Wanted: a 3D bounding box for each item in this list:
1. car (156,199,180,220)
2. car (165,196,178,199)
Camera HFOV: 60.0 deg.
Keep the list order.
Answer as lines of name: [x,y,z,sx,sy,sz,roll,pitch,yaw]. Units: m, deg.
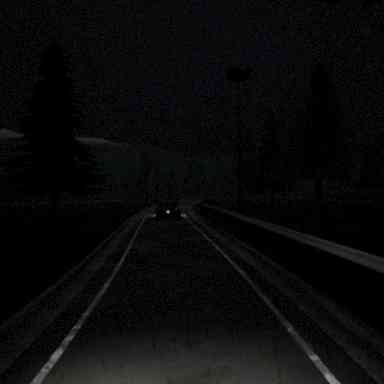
car: [-1.998,1.512,27.736,1.994,1.385,4.181,0,0,-4]
car: [-2.632,1.271,42.842,2.097,1.767,4.553,0,0,0]
